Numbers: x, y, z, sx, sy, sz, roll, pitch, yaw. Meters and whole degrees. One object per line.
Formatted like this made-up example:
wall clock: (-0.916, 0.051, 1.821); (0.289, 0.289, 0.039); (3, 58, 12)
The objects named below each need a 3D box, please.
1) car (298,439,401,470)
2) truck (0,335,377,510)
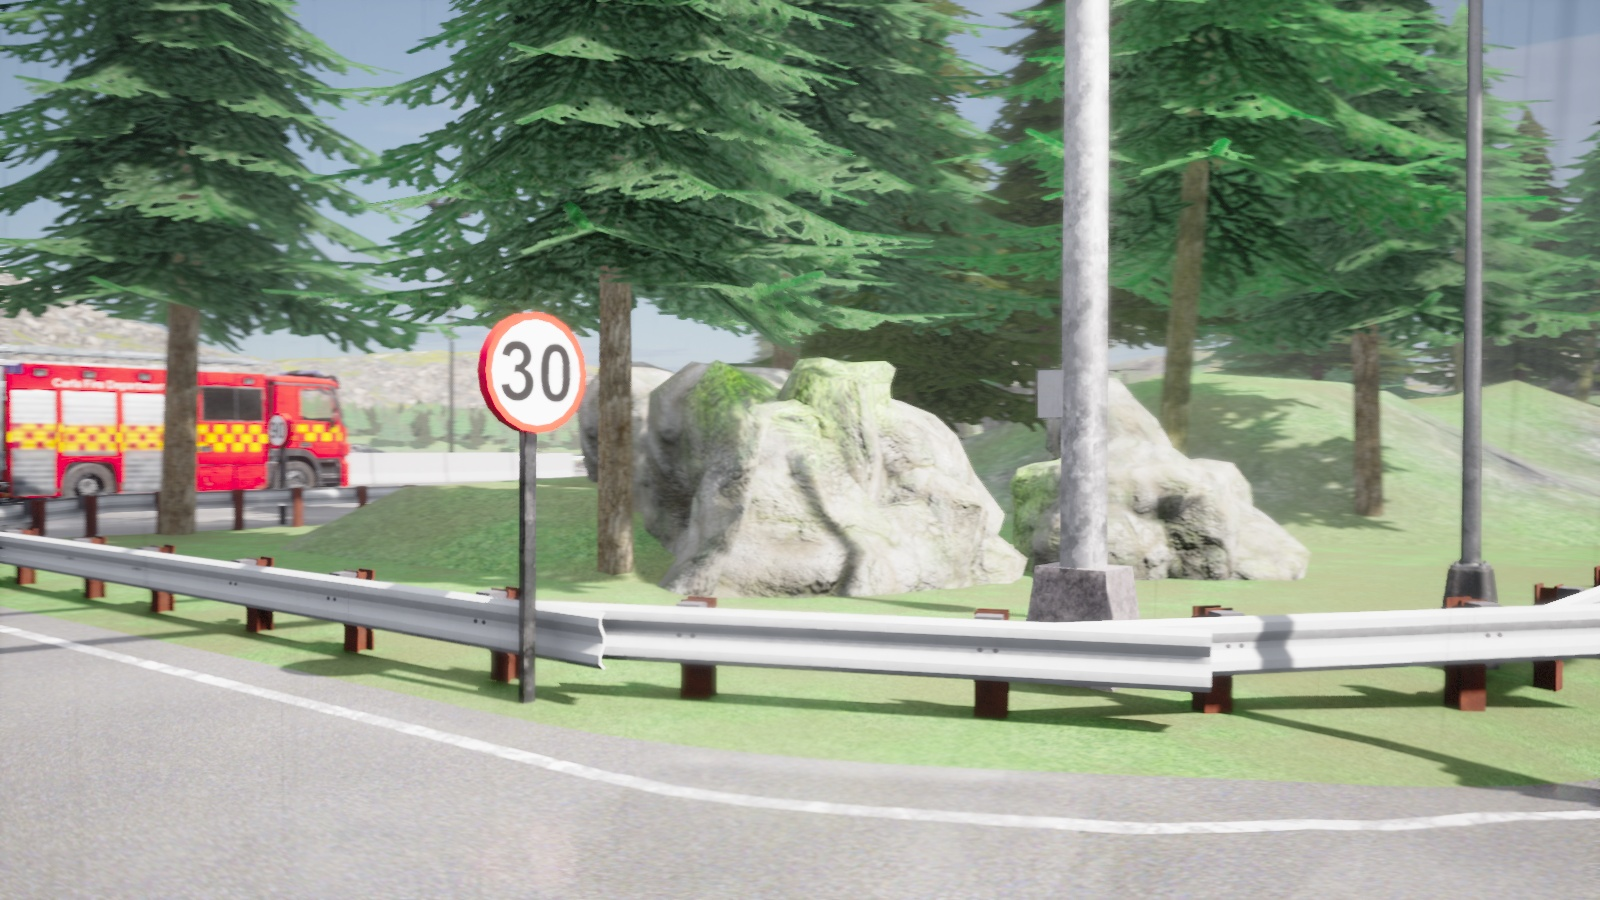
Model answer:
car: (-23.152, 0.236, 64.768); (2.128, 1.511, 4.902); (1, 0, 25)
truck: (-15.289, -0.600, 31.702); (2.891, 3.827, 8.468); (1, 0, 39)
